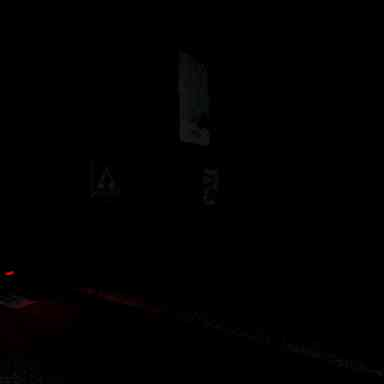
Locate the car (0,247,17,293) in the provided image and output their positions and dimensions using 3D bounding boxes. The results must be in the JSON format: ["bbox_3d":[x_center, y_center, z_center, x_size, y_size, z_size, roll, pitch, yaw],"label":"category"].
[{"bbox_3d":[-5.724,1.501,7.456,4.674,1.442,1.812,0,0,35],"label":"car"}]
